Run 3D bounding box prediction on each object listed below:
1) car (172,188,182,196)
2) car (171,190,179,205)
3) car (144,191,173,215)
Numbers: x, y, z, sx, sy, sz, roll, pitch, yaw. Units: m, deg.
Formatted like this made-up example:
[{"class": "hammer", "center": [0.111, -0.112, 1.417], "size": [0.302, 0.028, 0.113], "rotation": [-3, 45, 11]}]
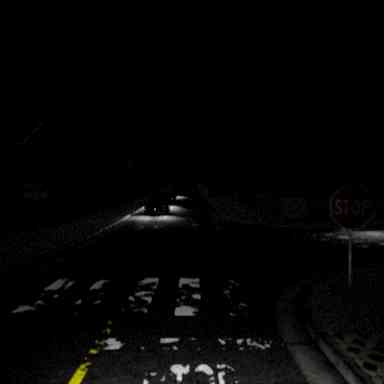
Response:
[{"class": "car", "center": [-2.834, 0.019, 58.582], "size": [1.895, 1.301, 4.718], "rotation": [0, 2, 0]}, {"class": "car", "center": [-2.871, 0.738, 38.732], "size": [1.895, 1.301, 4.718], "rotation": [0, 2, 0]}, {"class": "car", "center": [-2.864, 1.011, 28.130], "size": [1.837, 1.490, 4.892], "rotation": [0, 2, 0]}]
